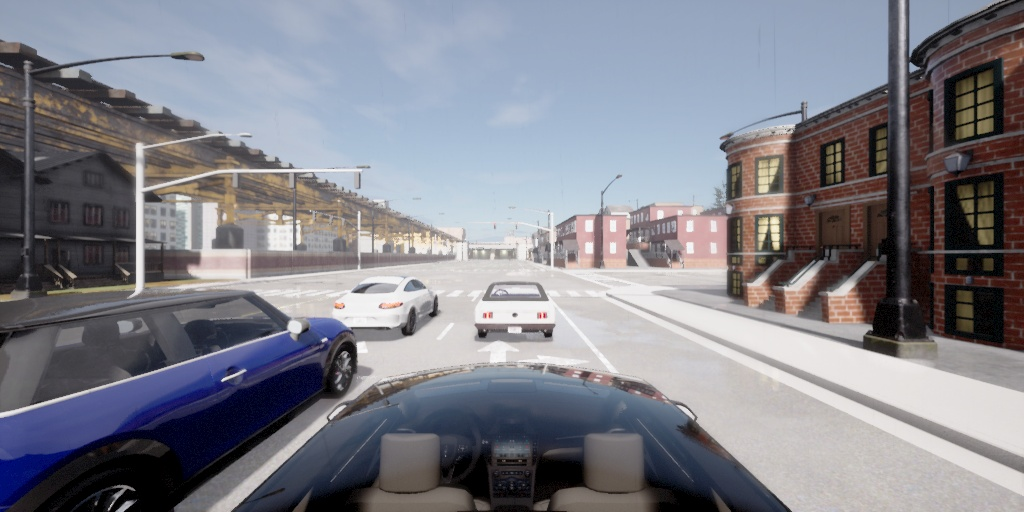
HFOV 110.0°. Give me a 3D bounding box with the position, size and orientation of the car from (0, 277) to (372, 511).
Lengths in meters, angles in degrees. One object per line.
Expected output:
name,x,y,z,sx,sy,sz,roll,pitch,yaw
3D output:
car,-3.399,1.101,3.648,2.097,1.767,4.553,0,0,0

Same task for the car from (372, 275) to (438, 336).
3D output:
car,-3.398,1.273,10.291,1.812,1.442,4.674,0,0,0

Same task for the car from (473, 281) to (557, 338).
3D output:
car,0.105,1.348,10.184,1.895,1.301,4.718,0,0,1
